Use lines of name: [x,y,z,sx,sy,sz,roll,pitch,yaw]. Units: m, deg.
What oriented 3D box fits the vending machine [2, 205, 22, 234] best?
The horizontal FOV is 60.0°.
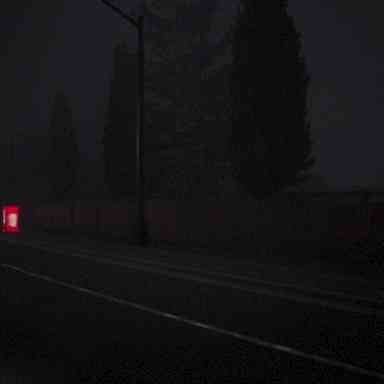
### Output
vending machine: [-13.541,2.033,25.011,1.100,2.100,0.880,3,-3,-38]
